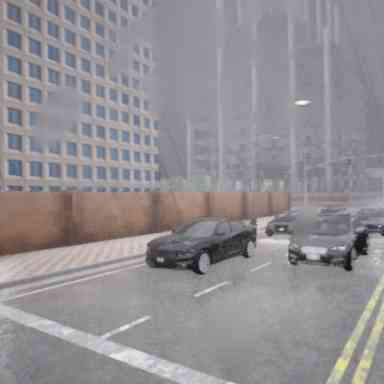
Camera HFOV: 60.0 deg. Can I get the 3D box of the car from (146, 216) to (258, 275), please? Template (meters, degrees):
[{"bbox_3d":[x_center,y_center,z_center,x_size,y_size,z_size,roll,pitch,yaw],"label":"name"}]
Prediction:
[{"bbox_3d":[0.545,1.643,11.438,1.882,1.535,5.008,-1,-1,35],"label":"car"}]

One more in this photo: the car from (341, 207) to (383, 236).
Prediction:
[{"bbox_3d":[10.487,1.664,19.396,2.033,1.411,5.357,-1,-1,35],"label":"car"}]

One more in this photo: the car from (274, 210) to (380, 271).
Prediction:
[{"bbox_3d":[4.858,1.591,11.471,2.128,1.511,4.902,-1,-1,35],"label":"car"}]

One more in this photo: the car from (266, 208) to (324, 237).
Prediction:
[{"bbox_3d":[5.742,1.746,18.766,1.994,1.385,4.181,-1,-1,35],"label":"car"}]

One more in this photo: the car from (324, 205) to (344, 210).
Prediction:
[{"bbox_3d":[11.509,1.763,26.836,1.994,1.385,4.181,-1,-1,36],"label":"car"}]
